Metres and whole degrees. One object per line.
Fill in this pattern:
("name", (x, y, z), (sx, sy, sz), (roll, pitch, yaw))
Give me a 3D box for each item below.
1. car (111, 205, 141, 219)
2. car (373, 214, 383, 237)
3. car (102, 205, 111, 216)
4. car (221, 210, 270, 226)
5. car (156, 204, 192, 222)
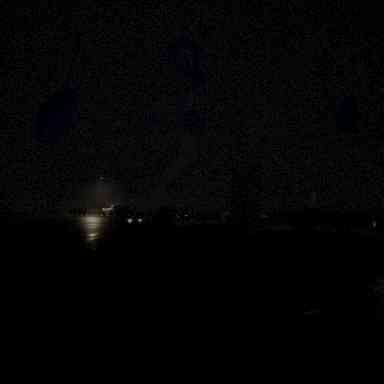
("car", (-9.703, 2.899, 50.189), (2.150, 2.045, 5.566), (1, -3, -35))
("car", (12.022, 1.727, 17.653), (1.837, 1.490, 4.892), (1, -3, -17))
("car", (-15.004, 3.443, 62.631), (2.150, 2.045, 5.566), (1, -3, -36))
("car", (4.709, 2.232, 29.863), (1.882, 1.535, 5.008), (1, -3, -35))
("car", (-2.252, 2.421, 39.643), (2.150, 2.045, 5.566), (1, -3, -35))
